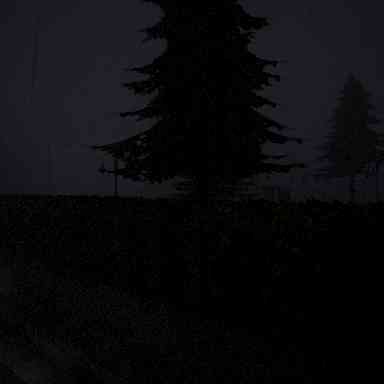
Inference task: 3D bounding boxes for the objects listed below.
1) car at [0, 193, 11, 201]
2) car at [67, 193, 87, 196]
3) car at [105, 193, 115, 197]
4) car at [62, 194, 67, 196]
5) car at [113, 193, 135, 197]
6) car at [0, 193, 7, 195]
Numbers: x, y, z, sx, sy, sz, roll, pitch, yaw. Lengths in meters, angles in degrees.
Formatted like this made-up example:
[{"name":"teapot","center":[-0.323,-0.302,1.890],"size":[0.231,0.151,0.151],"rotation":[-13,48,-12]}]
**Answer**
[{"name":"car","center":[-41.799,1.097,71.665],"size":[4.605,1.855,1.932],"rotation":[0,0,-45]},{"name":"car","center":[-27.208,1.154,81.623],"size":[5.027,1.636,2.152],"rotation":[0,0,-45]},{"name":"car","center":[-15.901,1.097,70.723],"size":[4.605,1.855,1.932],"rotation":[0,0,-45]},{"name":"car","center":[-31.941,1.232,85.969],"size":[3.806,1.475,1.970],"rotation":[0,0,-45]},{"name":"car","center":[-10.341,1.384,54.301],"size":[3.806,1.475,1.970],"rotation":[0,0,-45]},{"name":"car","center":[-23.747,1.331,41.312],"size":[5.027,1.636,2.152],"rotation":[0,0,-45]}]
